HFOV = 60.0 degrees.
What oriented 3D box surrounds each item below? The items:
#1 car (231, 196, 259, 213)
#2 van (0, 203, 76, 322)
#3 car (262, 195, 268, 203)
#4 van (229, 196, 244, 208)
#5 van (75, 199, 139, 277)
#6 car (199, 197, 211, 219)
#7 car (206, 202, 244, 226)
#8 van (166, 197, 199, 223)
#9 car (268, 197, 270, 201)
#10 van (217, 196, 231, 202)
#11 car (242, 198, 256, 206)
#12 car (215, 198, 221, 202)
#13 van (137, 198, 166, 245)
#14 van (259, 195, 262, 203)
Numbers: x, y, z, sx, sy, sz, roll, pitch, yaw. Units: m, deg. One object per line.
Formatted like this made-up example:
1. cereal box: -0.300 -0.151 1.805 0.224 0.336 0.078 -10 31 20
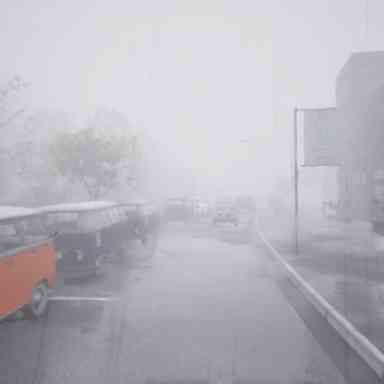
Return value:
1. car: 6.819 1.518 42.295 2.150 2.045 5.566 -1 -1 16
2. van: -3.556 1.263 4.765 1.878 1.987 4.442 -2 0 3
3. car: 17.365 2.202 85.023 2.002 1.452 4.674 -1 -1 20
4. van: 7.856 1.708 57.969 1.878 1.987 4.442 -1 0 17
5. van: -3.207 1.290 10.345 1.878 1.987 4.442 -2 0 4
6. car: 0.194 1.457 32.334 2.435 2.045 5.566 -1 0 11
7. car: 2.600 1.688 24.841 2.033 1.411 5.357 0 -1 10
8. van: -0.950 1.427 26.952 1.878 1.987 4.442 -1 0 9
9. car: 19.598 1.975 91.390 2.435 2.045 5.566 -1 -1 20
10. van: 4.701 1.631 48.531 1.878 1.987 4.442 -1 0 17
11. car: 11.842 2.021 69.310 2.231 1.521 4.892 -1 0 18
12. car: 1.544 1.802 37.727 2.002 1.452 4.674 -1 0 14
13. van: -2.677 1.327 15.900 1.878 1.987 4.442 -2 0 5
14. van: 13.731 1.858 74.674 1.878 1.987 4.442 -1 -1 22
